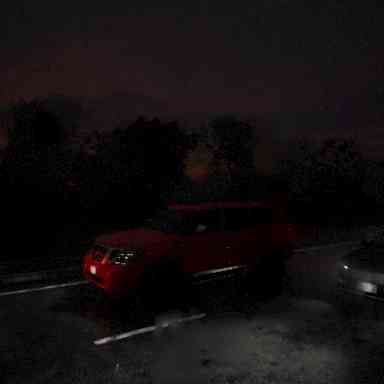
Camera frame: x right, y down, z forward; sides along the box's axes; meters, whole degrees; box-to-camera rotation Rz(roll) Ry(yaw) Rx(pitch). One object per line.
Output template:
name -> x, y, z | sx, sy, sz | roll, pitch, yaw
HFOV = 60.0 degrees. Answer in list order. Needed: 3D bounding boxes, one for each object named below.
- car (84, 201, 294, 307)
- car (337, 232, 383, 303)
car -> 0.227, 1.271, 8.447 | 5.566, 2.045, 2.150 | 1, 0, -35
car -> 5.365, 1.578, 7.798 | 4.902, 1.511, 2.128 | 1, 0, -35
